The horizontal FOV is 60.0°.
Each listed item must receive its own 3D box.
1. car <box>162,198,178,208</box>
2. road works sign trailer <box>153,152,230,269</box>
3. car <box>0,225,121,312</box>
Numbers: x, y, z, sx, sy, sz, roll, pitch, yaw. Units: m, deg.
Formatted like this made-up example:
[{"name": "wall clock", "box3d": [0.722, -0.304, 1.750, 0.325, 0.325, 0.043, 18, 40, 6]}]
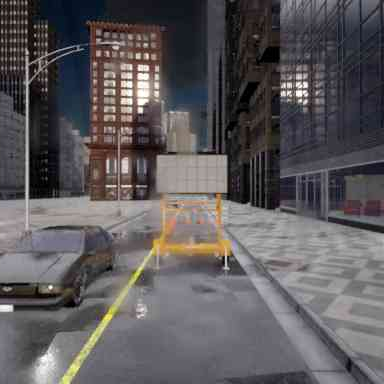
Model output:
[{"name": "car", "box3d": [-3.012, 1.578, 47.726, 1.812, 1.442, 4.674, 0, 0, 0]}, {"name": "road works sign trailer", "box3d": [-0.002, 0.465, 11.085, 2.380, 3.560, 2.880, 0, 0, 0]}, {"name": "car", "box3d": [-3.105, 1.547, 8.180, 2.033, 1.411, 5.357, 0, 0, 0]}]
